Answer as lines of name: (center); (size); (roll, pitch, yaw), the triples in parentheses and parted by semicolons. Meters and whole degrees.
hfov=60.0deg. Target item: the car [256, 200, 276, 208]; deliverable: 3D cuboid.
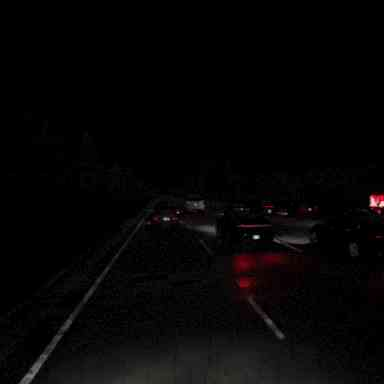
car: (7.529, 1.658, 35.560); (1.837, 1.490, 4.892); (0, 0, -5)

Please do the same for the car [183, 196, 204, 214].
car: (0.154, 1.458, 39.349); (2.150, 2.045, 5.566); (0, 0, -5)

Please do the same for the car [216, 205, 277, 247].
car: (2.306, 1.566, 15.417); (2.128, 1.511, 4.902); (0, 0, -5)

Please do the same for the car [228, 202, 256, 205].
car: (4.297, 1.708, 32.444); (2.033, 1.411, 5.357); (0, 0, -5)

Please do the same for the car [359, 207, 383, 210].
car: (9.173, 1.521, 17.340); (2.128, 1.511, 4.902); (0, 0, -5)

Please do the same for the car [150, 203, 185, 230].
car: (-1.824, 1.698, 22.446); (2.033, 1.411, 5.357); (0, 0, -5)

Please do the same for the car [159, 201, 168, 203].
car: (-3.569, 1.845, 41.688); (1.994, 1.385, 4.181); (0, 0, -5)

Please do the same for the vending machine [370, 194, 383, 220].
vending machine: (15.716, 1.235, 27.929); (1.100, 2.100, 0.880); (0, 0, -5)

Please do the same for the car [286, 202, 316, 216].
car: (11.182, 1.677, 34.036); (1.994, 1.385, 4.181); (0, 0, -5)

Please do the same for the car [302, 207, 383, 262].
car: (6.078, 1.530, 12.308); (1.837, 1.490, 4.892); (0, 0, -5)
